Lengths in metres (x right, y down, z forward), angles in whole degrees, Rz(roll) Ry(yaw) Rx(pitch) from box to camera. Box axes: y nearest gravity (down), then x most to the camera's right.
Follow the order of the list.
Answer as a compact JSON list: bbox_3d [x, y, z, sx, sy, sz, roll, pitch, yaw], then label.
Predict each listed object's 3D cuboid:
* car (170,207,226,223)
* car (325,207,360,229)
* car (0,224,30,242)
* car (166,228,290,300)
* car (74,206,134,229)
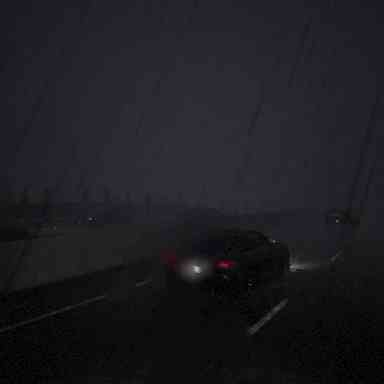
[{"bbox_3d":[0.469,1.723,21.188,1.837,1.490,4.892,0,-1,32],"label":"car"},{"bbox_3d":[11.185,1.839,24.623,2.128,1.511,4.902,0,-2,32],"label":"car"},{"bbox_3d":[-8.996,1.699,12.829,1.895,1.301,4.718,0,-1,32],"label":"car"},{"bbox_3d":[1.150,1.660,8.844,1.994,1.385,4.181,0,-1,32],"label":"car"},{"bbox_3d":[-6.148,1.747,23.828,1.812,1.442,4.674,0,-1,32],"label":"car"}]
